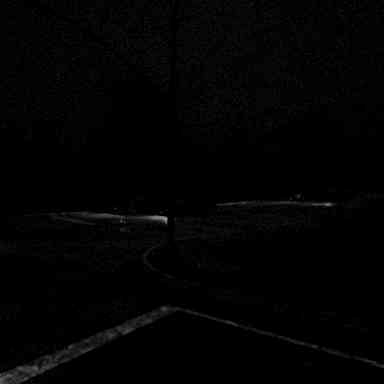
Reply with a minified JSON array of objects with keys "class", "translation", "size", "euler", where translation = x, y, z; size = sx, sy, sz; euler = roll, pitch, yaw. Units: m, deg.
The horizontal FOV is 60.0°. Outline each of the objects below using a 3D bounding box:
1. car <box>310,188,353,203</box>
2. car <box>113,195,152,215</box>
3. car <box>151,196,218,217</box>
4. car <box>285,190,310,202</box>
[{"class":"car","translation":[16.469,0.319,38.556],"size":[5.008,1.535,1.882],"euler":[-3,3,-29]},{"class":"car","translation":[-4.272,1.055,28.081],"size":[4.892,1.490,1.837],"euler":[-1,2,-40]},{"class":"car","translation":[-0.281,1.130,26.953],"size":[5.357,1.411,2.033],"euler":[-1,2,-39]},{"class":"car","translation":[13.795,0.431,41.062],"size":[4.718,1.301,1.895],"euler":[-3,3,-30]}]
